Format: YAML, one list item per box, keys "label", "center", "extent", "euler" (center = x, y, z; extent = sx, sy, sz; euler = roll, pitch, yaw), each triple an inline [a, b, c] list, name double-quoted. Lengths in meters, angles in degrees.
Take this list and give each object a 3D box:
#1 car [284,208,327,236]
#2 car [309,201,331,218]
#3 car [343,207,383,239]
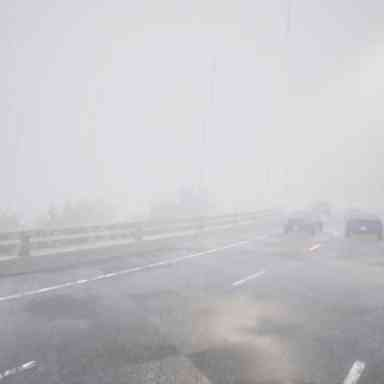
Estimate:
- label: "car"
  center: [7.255, 1.977, 21.568]
  extent: [1.812, 1.442, 4.674]
  euler: [-1, -1, 30]
- label: "car"
  center: [15.462, 2.057, 40.201]
  extent: [2.150, 2.045, 5.566]
  euler: [0, -1, 19]
- label: "car"
  center: [10.607, 1.902, 20.442]
  extent: [1.882, 1.535, 5.008]
  euler: [-1, -1, 29]
